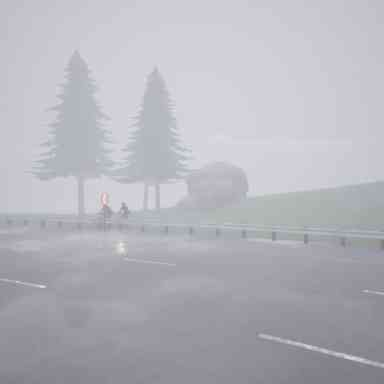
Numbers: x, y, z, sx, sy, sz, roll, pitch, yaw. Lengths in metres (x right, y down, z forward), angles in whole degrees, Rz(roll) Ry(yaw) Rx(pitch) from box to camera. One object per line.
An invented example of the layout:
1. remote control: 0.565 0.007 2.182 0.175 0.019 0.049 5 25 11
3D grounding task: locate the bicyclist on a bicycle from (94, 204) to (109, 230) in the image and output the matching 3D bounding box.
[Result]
1. bicyclist on a bicycle: -5.125 1.422 19.699 0.582 1.620 1.656 0 -4 36

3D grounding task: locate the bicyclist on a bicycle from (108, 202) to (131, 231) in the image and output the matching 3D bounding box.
1. bicyclist on a bicycle: -3.944 1.437 19.311 0.582 1.620 1.656 0 -5 23
